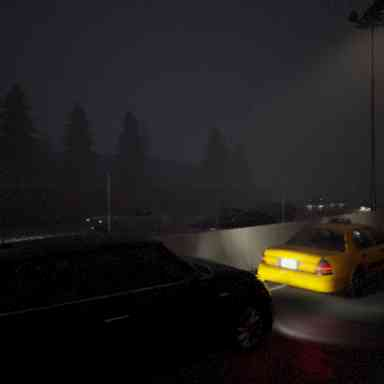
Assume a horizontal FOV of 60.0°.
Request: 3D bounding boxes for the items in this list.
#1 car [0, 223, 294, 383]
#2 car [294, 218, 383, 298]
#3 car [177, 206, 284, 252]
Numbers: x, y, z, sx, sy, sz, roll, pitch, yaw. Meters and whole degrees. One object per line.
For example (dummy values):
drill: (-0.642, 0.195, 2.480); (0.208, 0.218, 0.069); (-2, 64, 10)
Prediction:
car: (-0.936, 1.354, 4.510); (4.553, 1.767, 2.097); (0, 0, -37)
car: (3.916, 1.429, 8.468); (5.366, 1.575, 1.801); (0, 0, -41)
car: (1.864, 1.471, 14.949); (4.902, 1.511, 2.128); (0, 0, -43)
